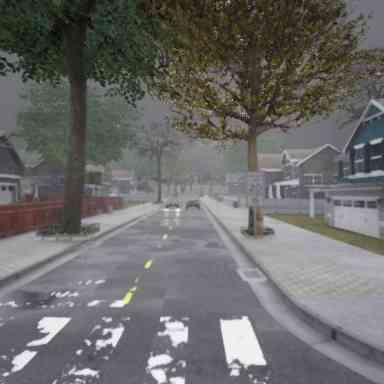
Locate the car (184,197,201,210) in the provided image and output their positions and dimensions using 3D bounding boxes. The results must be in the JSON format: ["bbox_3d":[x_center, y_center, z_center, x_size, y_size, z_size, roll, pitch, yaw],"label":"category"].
[{"bbox_3d":[0.102,1.463,42.357,1.837,1.490,4.892,-1,0,0],"label":"car"}]

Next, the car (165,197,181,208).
[{"bbox_3d":[-2.635,1.484,46.955,1.837,1.490,4.892,-1,0,0],"label":"car"}]

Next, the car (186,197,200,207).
[{"bbox_3d":[0.131,1.494,52.780,2.033,1.411,5.357,-1,0,0],"label":"car"}]
